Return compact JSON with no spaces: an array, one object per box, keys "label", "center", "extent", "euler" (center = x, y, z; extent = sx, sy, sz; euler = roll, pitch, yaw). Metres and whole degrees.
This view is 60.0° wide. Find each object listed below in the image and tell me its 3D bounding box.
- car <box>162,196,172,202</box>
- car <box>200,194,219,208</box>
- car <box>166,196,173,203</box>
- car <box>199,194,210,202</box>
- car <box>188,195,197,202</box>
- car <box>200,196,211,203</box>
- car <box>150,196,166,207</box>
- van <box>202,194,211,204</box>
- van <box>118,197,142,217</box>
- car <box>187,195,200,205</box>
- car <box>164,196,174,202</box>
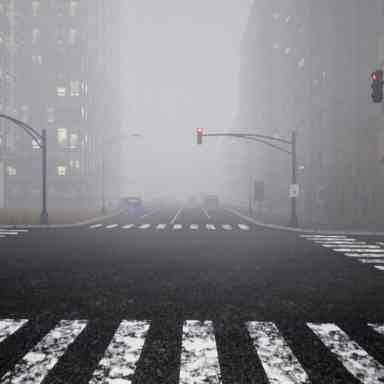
[{"label":"car","center":[-5.613,1.559,74.883],"extent":[1.752,1.417,4.829],"euler":[0,0,0]},{"label":"car","center":[2.739,1.330,47.291],"extent":[2.192,1.841,5.009],"euler":[0,0,0]},{"label":"car","center":[-5.618,1.469,69.502],"extent":[1.967,1.590,4.097],"euler":[0,0,0]},{"label":"car","center":[2.768,1.349,75.045],"extent":[2.192,1.841,5.009],"euler":[0,0,0]},{"label":"car","center":[0.076,1.380,70.141],"extent":[1.837,1.490,4.892],"euler":[0,0,0]},{"label":"car","center":[2.763,1.580,69.494],"extent":[2.008,1.369,4.403],"euler":[0,0,0]},{"label":"car","center":[-5.635,1.543,52.679],"extent":[1.752,1.417,4.829],"euler":[0,0,0]},{"label":"van","center":[2.756,1.366,63.944],"extent":[1.690,1.788,3.998],"euler":[0,0,0]},{"label":"van","center":[-5.658,1.347,30.646],"extent":[1.690,1.788,3.998],"euler":[0,0,0]},{"label":"car","center":[0.067,1.623,60.165],"extent":[1.895,1.301,4.718],"euler":[0,0,0]},{"label":"car","center":[-5.606,1.590,80.604],"extent":[2.008,1.369,4.403],"euler":[0,0,0]}]
